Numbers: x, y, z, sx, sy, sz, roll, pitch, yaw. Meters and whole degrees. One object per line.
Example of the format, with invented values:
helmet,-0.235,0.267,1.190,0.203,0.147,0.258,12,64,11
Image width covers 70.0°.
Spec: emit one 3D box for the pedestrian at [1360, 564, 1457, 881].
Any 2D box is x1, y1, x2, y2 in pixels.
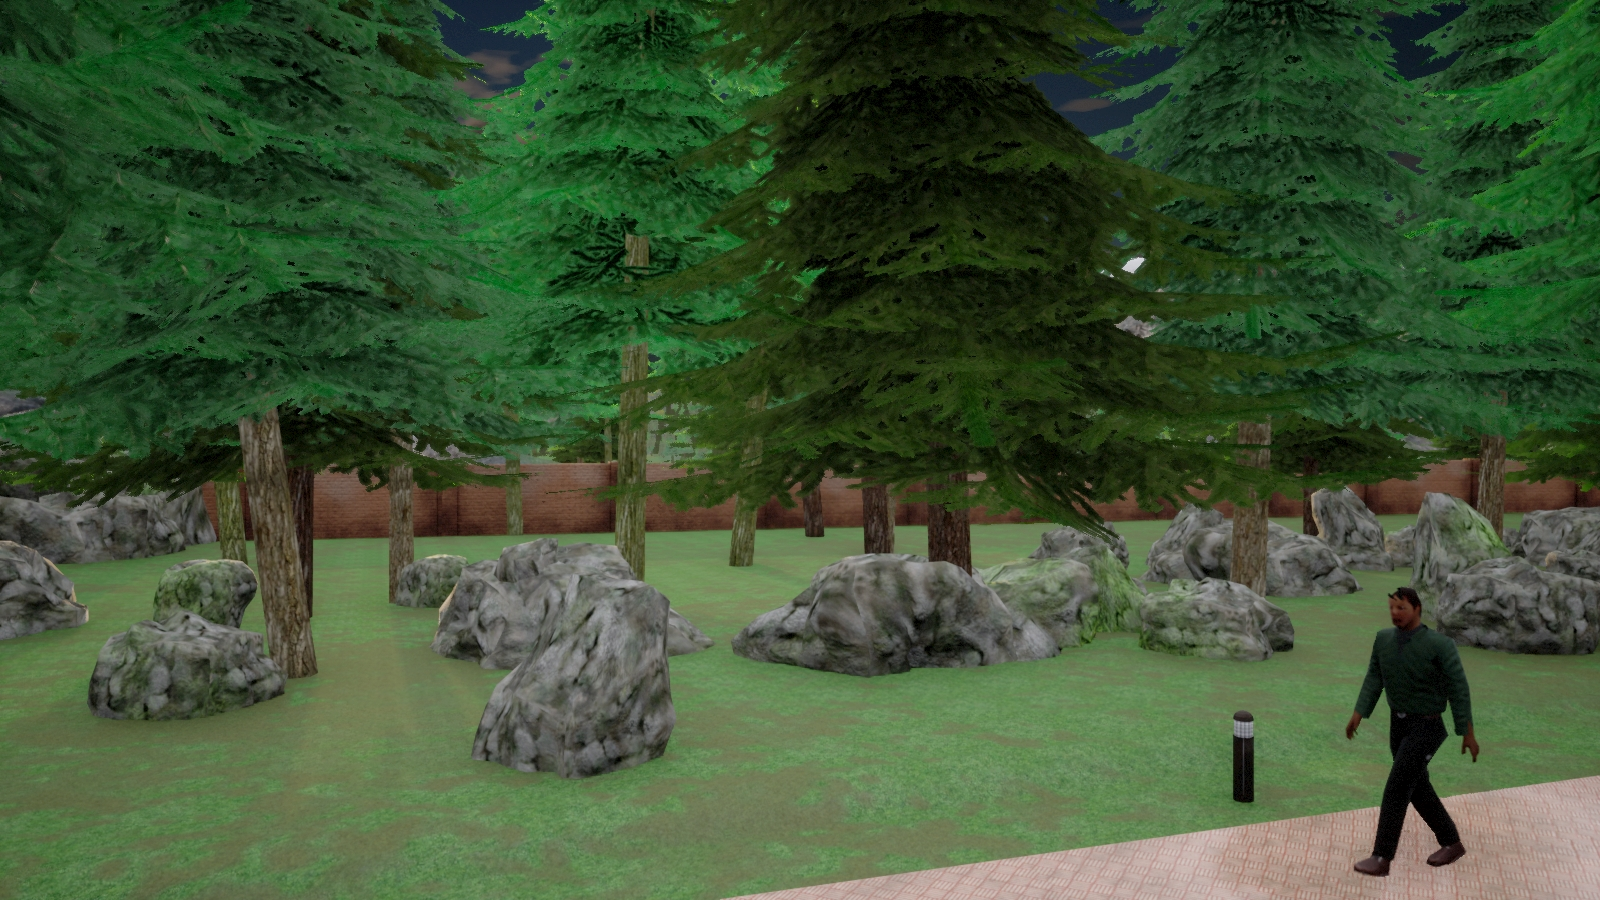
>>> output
pedestrian,3.788,1.667,7.122,0.375,1.860,0.375,0,0,-20
